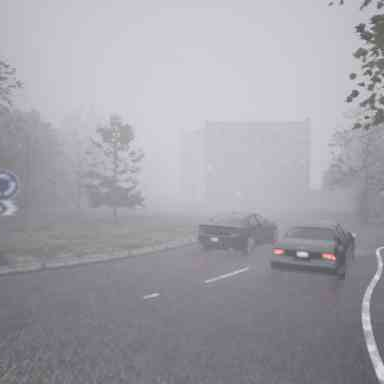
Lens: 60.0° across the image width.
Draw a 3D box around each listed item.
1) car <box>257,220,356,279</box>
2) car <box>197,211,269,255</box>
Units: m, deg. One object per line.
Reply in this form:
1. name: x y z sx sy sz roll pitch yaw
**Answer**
1. car: 3.953 1.605 10.410 2.033 1.411 5.357 0 0 29
2. car: 2.053 1.532 13.776 1.882 1.535 5.008 1 0 31
